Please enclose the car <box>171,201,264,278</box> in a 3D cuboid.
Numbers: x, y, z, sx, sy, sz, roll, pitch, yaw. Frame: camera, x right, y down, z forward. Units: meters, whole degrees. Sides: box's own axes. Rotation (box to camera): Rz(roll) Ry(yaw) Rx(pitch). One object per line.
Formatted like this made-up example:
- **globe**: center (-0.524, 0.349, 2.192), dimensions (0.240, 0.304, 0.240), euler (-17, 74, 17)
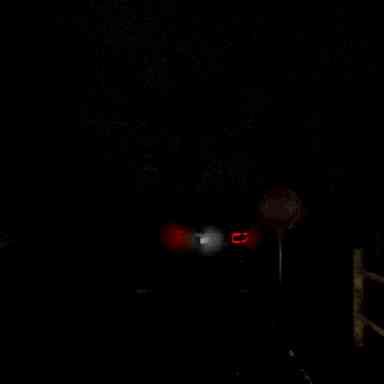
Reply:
- **car**: center (1.020, 1.291, 10.687), dimensions (2.150, 2.045, 5.566), euler (-1, 0, 14)
